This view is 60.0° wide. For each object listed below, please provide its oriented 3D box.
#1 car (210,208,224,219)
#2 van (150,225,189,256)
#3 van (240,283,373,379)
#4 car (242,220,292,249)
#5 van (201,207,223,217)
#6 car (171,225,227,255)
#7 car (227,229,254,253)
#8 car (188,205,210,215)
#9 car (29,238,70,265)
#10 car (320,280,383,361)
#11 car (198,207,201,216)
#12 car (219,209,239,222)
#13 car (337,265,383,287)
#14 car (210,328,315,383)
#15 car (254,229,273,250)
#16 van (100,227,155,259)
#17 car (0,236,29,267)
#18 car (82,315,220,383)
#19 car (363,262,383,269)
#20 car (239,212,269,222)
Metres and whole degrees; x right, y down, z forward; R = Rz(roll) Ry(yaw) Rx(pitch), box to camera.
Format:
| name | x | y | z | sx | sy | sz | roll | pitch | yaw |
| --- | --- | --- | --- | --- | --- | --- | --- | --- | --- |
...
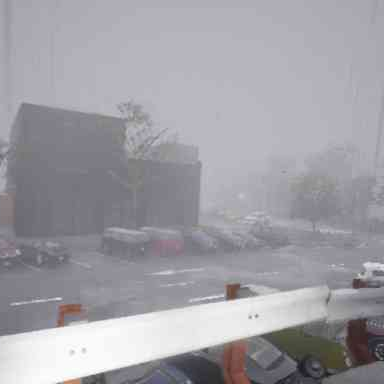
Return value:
| name | x | y | z | sx | sy | sz | roll | pitch | yaw |
| --- | --- | --- | --- | --- | --- | --- | --- | --- | --- |
| car | 6.025 | 4.328 | 61.925 | 2.002 | 1.452 | 4.674 | 3 | 1 | 40 |
| van | -2.843 | 4.022 | 27.646 | 4.442 | 1.987 | 1.878 | 3 | 0 | 39 |
| van | 3.342 | 4.568 | 11.315 | 4.442 | 1.987 | 1.878 | 5 | 2 | 38 |
| car | 7.309 | 4.466 | 33.764 | 5.566 | 2.045 | 2.435 | 3 | 0 | 39 |
| van | 4.472 | 3.947 | 64.429 | 1.878 | 1.987 | 4.442 | 4 | 2 | 40 |
| car | -0.202 | 4.119 | 29.109 | 5.566 | 2.045 | 2.435 | 3 | 0 | 39 |
| car | 2.320 | 4.235 | 30.653 | 5.566 | 2.045 | 2.435 | 3 | 0 | 39 |
| car | 1.520 | 3.820 | 69.708 | 2.185 | 1.767 | 4.553 | 3 | 1 | 40 |
| car | -10.316 | 3.903 | 22.944 | 4.892 | 1.521 | 2.231 | 3 | 0 | 38 |
| car | 5.839 | 4.782 | 12.939 | 4.553 | 1.767 | 2.185 | 5 | 2 | 38 |
| car | 3.045 | 4.061 | 67.129 | 2.097 | 1.535 | 5.008 | 4 | 2 | 40 |
| car | 7.653 | 4.401 | 59.469 | 1.946 | 1.575 | 5.366 | 3 | 1 | 40 |
| car | 8.373 | 4.771 | 14.547 | 5.566 | 2.045 | 2.435 | 5 | 2 | 38 |
| car | 0.663 | 4.668 | 9.805 | 4.892 | 1.521 | 2.231 | 5 | 2 | 38 |
| car | 4.830 | 4.632 | 32.209 | 4.792 | 1.488 | 2.163 | 3 | 0 | 38 |
| van | -5.364 | 3.906 | 26.101 | 4.442 | 1.987 | 1.878 | 3 | 0 | 39 |
| car | -12.860 | 3.658 | 21.416 | 4.553 | 1.767 | 2.185 | 3 | 0 | 39 |
| car | -1.926 | 4.420 | 8.263 | 4.553 | 1.767 | 2.185 | 5 | 2 | 39 |
| car | 11.001 | 4.894 | 16.110 | 5.566 | 2.045 | 2.435 | 5 | 2 | 39 |
| car | 10.544 | 4.379 | 54.096 | 2.435 | 2.045 | 5.566 | 4 | 2 | 40 |
